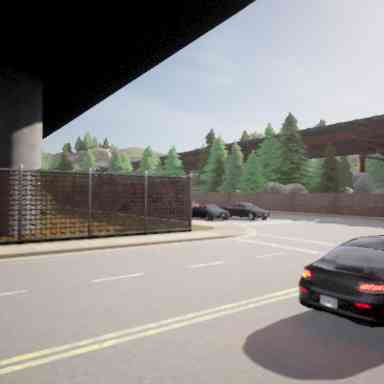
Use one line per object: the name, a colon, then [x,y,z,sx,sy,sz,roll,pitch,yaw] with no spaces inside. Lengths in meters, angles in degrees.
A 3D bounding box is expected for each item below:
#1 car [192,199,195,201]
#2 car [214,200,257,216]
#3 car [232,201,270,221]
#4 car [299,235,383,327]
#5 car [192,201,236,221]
car: [-0.387,1.602,38.193,2.097,1.767,4.553,1,0,-36]
car: [4.785,1.770,37.383,1.882,1.535,5.008,1,0,-36]
car: [5.009,1.755,30.737,1.837,1.490,4.892,1,0,-36]
car: [4.055,1.606,6.636,4.674,1.442,1.812,1,0,-35]
car: [1.493,1.774,29.628,1.994,1.385,4.181,1,0,-36]
